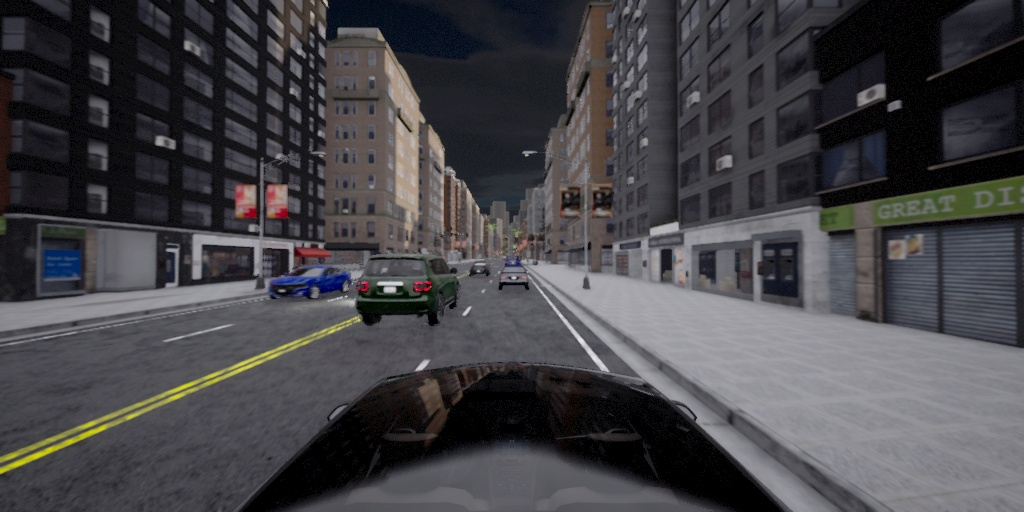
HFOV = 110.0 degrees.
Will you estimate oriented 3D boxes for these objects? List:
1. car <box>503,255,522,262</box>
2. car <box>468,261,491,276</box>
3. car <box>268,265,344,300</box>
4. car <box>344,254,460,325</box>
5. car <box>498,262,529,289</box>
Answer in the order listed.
[{"bbox_3d":[0.110,0.920,45.520,2.150,2.045,5.566,0,0,0],"label":"car"},{"bbox_3d":[-3.143,1.243,36.023,1.812,1.442,4.674,0,0,0],"label":"car"},{"bbox_3d":[-9.842,1.220,17.838,1.882,1.535,5.008,0,0,0],"label":"car"},{"bbox_3d":[-3.147,0.967,11.935,2.150,2.045,5.566,0,0,0],"label":"car"},{"bbox_3d":[0.108,1.286,22.731,2.033,1.411,5.357,0,0,0],"label":"car"}]
